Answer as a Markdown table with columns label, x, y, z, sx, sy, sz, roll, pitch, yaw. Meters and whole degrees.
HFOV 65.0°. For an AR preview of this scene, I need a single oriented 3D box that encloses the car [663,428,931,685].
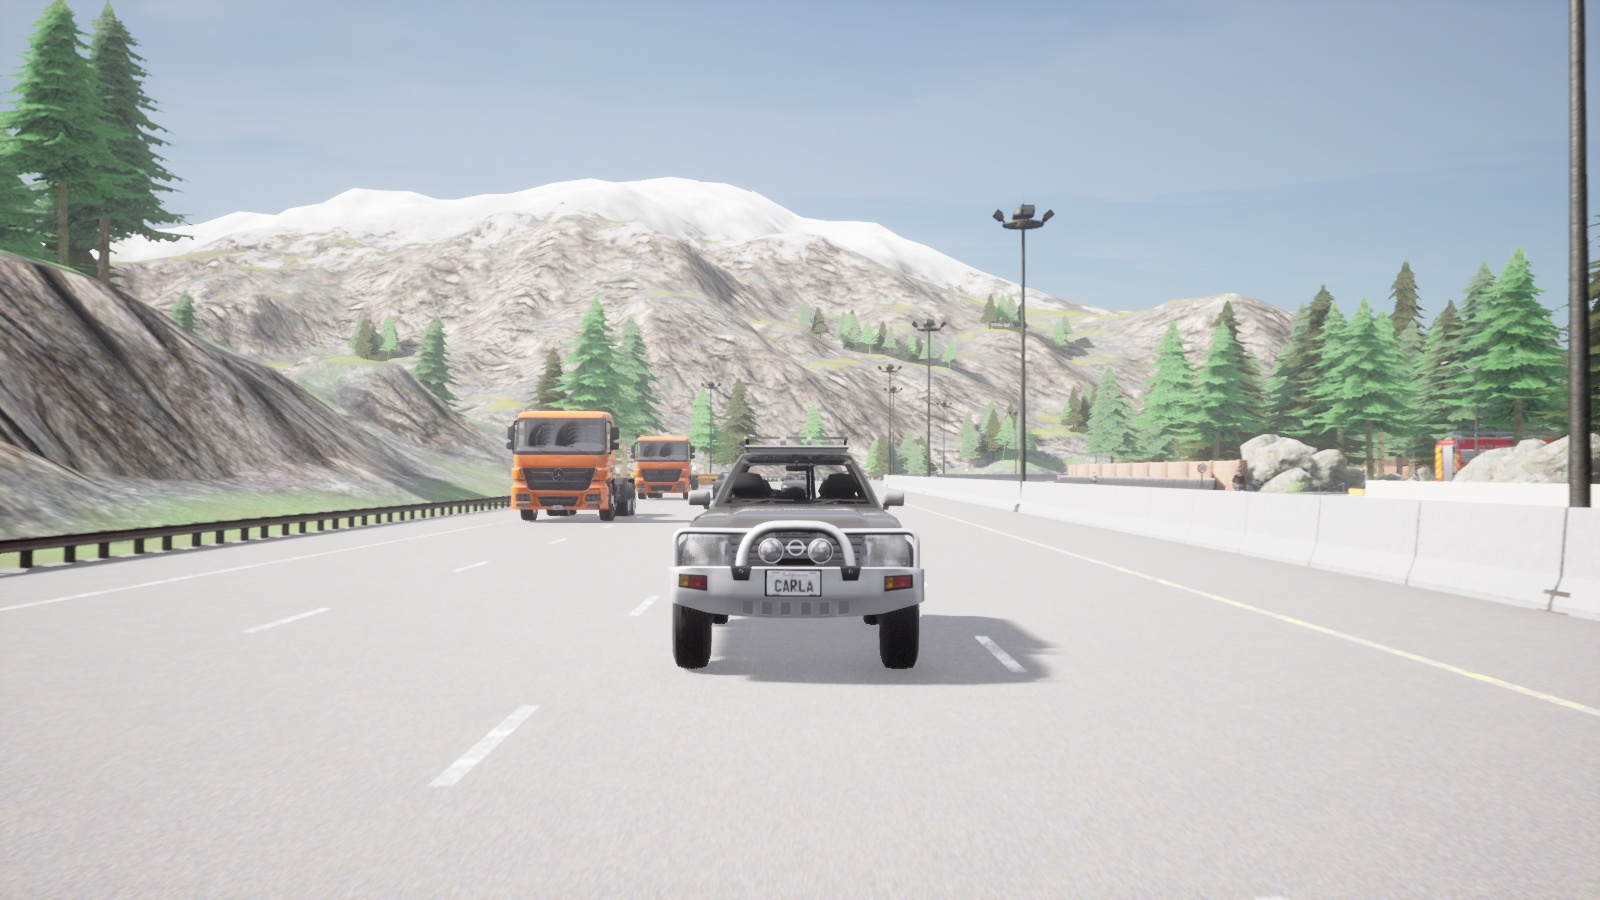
| label | x | y | z | sx | sy | sz | roll | pitch | yaw |
| --- | --- | --- | --- | --- | --- | --- | --- | --- | --- |
| car | -0.029 | 0.824 | 11.391 | 1.932 | 1.855 | 4.605 | 0 | -1 | 0 |

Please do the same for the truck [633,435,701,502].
| label | x | y | z | sx | sy | sz | roll | pitch | yaw |
| --- | --- | --- | --- | --- | --- | --- | --- | --- | --- |
| truck | -7.171 | 1.014 | 68.837 | 2.891 | 3.462 | 7.936 | 0 | -1 | 0 |

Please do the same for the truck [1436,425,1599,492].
| label | x | y | z | sx | sy | sz | roll | pitch | yaw |
| --- | --- | --- | --- | --- | --- | --- | --- | --- | --- |
| truck | 42.086 | 0.512 | 73.234 | 8.468 | 3.827 | 2.891 | 0 | -1 | 0 |

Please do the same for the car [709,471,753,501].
| label | x | y | z | sx | sy | sz | roll | pitch | yaw |
| --- | --- | --- | --- | --- | --- | --- | --- | --- | --- |
| car | -3.664 | 1.916 | 67.456 | 2.128 | 1.511 | 4.902 | 0 | -1 | 0 |

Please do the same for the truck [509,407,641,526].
| label | x | y | z | sx | sy | sz | roll | pitch | yaw |
| --- | --- | --- | --- | --- | --- | --- | --- | --- | --- |
| truck | -7.103 | 0.544 | 40.809 | 2.891 | 3.462 | 7.936 | 0 | -1 | 0 |
